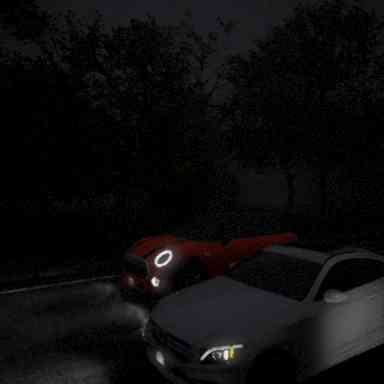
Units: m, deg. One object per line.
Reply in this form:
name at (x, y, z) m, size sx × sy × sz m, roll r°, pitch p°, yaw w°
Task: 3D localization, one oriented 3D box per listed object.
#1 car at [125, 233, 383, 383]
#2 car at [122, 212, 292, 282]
car at (1.613, 1.519, 4.865) m, size 4.674 × 1.442 × 1.812 m, roll 0°, pitch 0°, yaw -33°
car at (0.600, 1.336, 8.360) m, size 4.553 × 1.767 × 2.097 m, roll 0°, pitch 0°, yaw -32°
